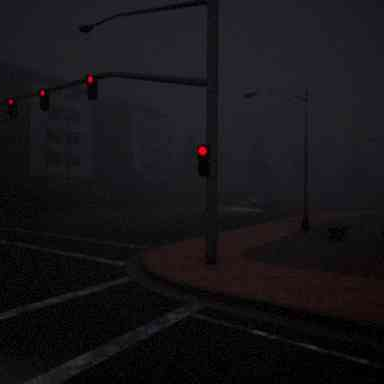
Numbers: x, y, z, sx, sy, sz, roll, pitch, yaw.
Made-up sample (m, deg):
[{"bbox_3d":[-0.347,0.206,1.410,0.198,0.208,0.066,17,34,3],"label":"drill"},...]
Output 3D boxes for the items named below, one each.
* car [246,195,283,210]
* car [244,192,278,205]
[{"bbox_3d":[9.333,1.397,41.326,4.674,1.442,1.812,0,0,-36],"label":"car"},{"bbox_3d":[9.741,1.074,45.896,5.566,2.045,2.150,0,0,-32],"label":"car"}]
